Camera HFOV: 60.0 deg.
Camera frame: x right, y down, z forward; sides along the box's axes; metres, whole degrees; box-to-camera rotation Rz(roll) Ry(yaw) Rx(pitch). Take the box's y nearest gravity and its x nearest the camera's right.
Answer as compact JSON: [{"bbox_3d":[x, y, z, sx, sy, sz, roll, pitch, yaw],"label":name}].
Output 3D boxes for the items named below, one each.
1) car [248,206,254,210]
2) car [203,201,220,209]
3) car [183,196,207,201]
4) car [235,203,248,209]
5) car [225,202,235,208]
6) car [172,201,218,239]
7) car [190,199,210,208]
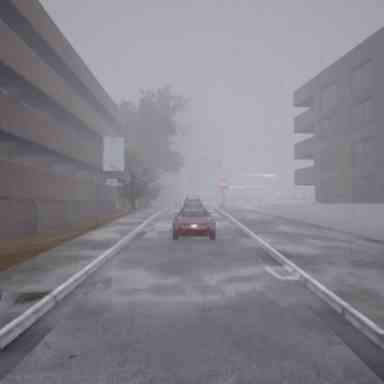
[{"bbox_3d":[13.630,4.184,84.981,1.946,1.575,5.366,7,-5,-30],"label":"car"},{"bbox_3d":[4.827,3.207,83.233,2.185,1.767,4.553,5,-4,-31],"label":"car"},{"bbox_3d":[0.129,1.168,33.322,2.128,1.511,4.902,0,-1,0],"label":"car"},{"bbox_3d":[10.797,3.638,84.288,2.435,2.045,5.566,8,-5,-30],"label":"car"},{"bbox_3d":[7.800,3.464,83.730,2.185,1.767,4.553,7,-5,-30],"label":"car"},{"bbox_3d":[0.094,1.390,16.267,1.994,1.385,4.181,0,1,0],"label":"car"},{"bbox_3d":[1.948,2.907,82.646,2.435,2.045,5.566,2,-4,-30],"label":"car"}]
